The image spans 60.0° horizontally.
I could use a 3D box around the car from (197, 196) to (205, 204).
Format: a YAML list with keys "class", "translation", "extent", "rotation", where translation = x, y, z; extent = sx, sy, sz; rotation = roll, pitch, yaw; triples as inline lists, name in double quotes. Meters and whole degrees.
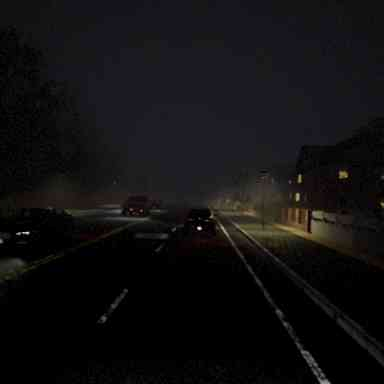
- class: "car"
  translation: [2.365, 2.408, 87.709]
  extent: [1.994, 1.385, 4.181]
  rotation: [2, -1, 2]

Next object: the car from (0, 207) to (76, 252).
- class: "car"
  translation: [-6.301, 1.393, 13.446]
  extent: [2.128, 1.511, 4.902]
  rotation: [2, -1, 2]

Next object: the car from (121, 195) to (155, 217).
- class: "car"
  translation: [-5.636, 1.359, 34.245]
  extent: [2.150, 2.045, 5.566]
  rotation: [2, -1, 2]

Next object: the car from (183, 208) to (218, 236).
- class: "car"
  translation: [0.482, 1.719, 20.245]
  extent: [1.837, 1.490, 4.892]
  rotation: [2, -1, 2]

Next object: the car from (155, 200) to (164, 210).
- class: "car"
  translation: [-5.204, 1.859, 49.432]
  extent: [2.033, 1.411, 5.357]
  rotation: [2, -1, 2]

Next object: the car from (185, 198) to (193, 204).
- class: "car"
  translation: [-0.871, 2.466, 88.387]
  extent: [1.895, 1.301, 4.718]
  rotation: [2, -1, 2]
